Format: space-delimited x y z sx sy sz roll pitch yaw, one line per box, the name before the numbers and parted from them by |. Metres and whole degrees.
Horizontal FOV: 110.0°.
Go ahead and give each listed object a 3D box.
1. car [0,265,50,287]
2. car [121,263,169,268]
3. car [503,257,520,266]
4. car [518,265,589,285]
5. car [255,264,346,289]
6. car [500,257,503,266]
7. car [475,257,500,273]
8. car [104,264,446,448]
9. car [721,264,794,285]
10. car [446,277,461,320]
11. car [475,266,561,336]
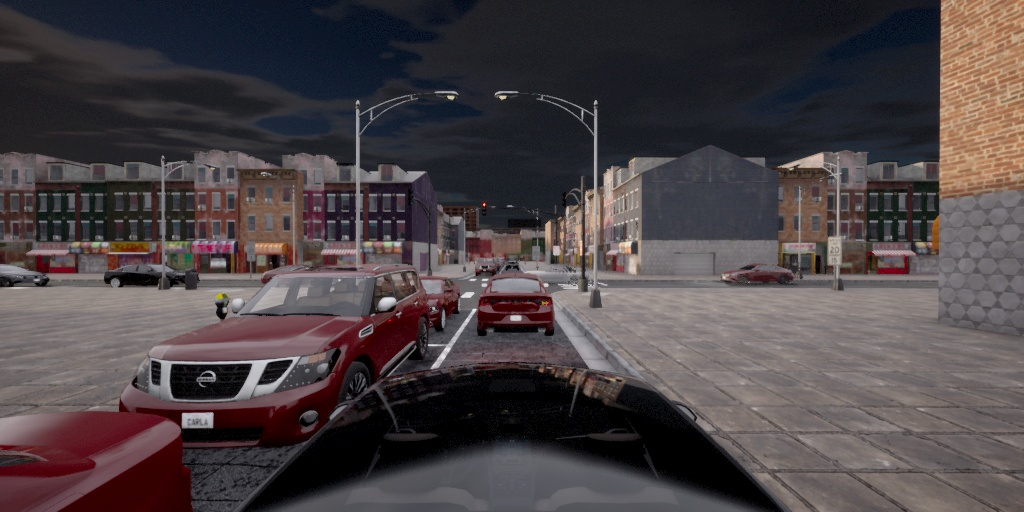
car | -32.607 1.266 22.845 4.674 1.442 1.812 0 0 0
car | -22.810 1.221 22.834 5.008 1.535 1.882 0 0 0
car | 0.060 1.277 52.804 1.837 1.490 4.892 0 0 0
car | 3.009 1.350 25.758 4.718 1.301 1.895 0 0 0
car | -13.352 1.278 22.860 4.674 1.442 1.812 0 0 -1
car | -2.666 1.081 48.226 2.192 1.841 5.009 0 0 0
car | -2.659 1.073 37.372 2.192 1.841 5.009 0 0 0
car | -2.641 1.064 5.529 2.192 1.841 5.009 0 0 0
car | 17.566 1.292 25.737 4.674 1.442 1.812 0 0 0
car | -2.644 1.294 10.963 1.888 1.381 4.507 0 0 0
car | 0.091 1.227 10.427 1.882 1.535 5.008 0 0 0
